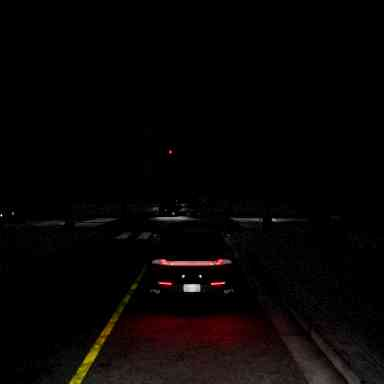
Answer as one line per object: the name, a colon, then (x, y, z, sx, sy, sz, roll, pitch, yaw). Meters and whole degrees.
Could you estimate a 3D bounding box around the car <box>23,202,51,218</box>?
car: (-14.768, 1.567, 29.496, 4.313, 1.339, 1.947, 0, 0, 0)

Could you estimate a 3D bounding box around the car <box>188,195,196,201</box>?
car: (-0.012, 1.414, 81.346, 1.812, 1.442, 4.674, 0, 0, 0)

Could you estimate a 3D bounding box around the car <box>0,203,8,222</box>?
car: (-14.773, 1.530, 21.469, 4.313, 1.339, 1.947, 0, 0, 0)

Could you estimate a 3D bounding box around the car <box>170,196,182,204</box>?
car: (-2.832, 1.485, 60.641, 1.994, 1.385, 4.181, 0, 0, 0)

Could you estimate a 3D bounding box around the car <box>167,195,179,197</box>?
car: (-2.854, 1.297, 47.466, 2.097, 1.767, 4.553, 0, 0, 0)

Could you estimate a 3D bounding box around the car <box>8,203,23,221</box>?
car: (-15.688, 1.198, 24.011, 5.566, 2.045, 2.150, 0, 0, 0)

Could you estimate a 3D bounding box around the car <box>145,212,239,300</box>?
car: (0.000, 1.488, 8.323, 2.128, 1.511, 4.902, 0, 0, 0)

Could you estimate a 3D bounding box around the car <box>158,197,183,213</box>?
car: (-2.169, 1.519, 31.870, 2.033, 1.411, 5.357, 0, 0, -12)
